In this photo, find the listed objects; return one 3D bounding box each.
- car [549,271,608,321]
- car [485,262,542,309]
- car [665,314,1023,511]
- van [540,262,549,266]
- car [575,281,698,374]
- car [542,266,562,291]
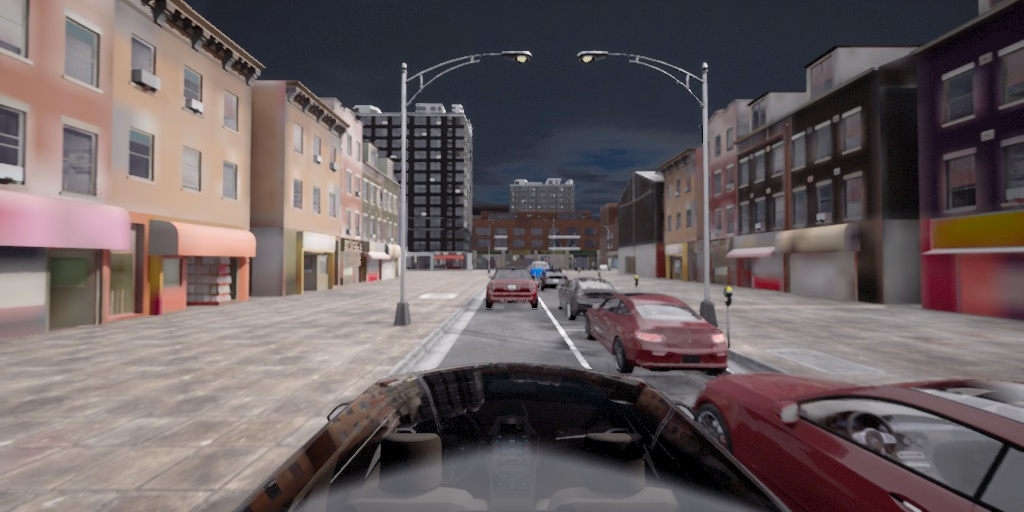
[{"bbox_3d":[2.638,1.414,12.782,2.007,1.370,4.403,0,0,0],"label":"car"},{"bbox_3d":[0.001,1.246,15.931,2.097,1.767,4.553,0,-1,0],"label":"car"},{"bbox_3d":[2.638,1.334,1.908,1.802,1.307,4.207,0,0,0],"label":"car"},{"bbox_3d":[2.638,1.442,34.530,1.690,1.789,3.998,0,0,0],"label":"van"},{"bbox_3d":[2.638,1.389,7.345,1.802,1.307,4.207,0,0,0],"label":"car"},{"bbox_3d":[2.638,1.546,23.656,1.948,1.339,4.313,0,0,0],"label":"car"}]
